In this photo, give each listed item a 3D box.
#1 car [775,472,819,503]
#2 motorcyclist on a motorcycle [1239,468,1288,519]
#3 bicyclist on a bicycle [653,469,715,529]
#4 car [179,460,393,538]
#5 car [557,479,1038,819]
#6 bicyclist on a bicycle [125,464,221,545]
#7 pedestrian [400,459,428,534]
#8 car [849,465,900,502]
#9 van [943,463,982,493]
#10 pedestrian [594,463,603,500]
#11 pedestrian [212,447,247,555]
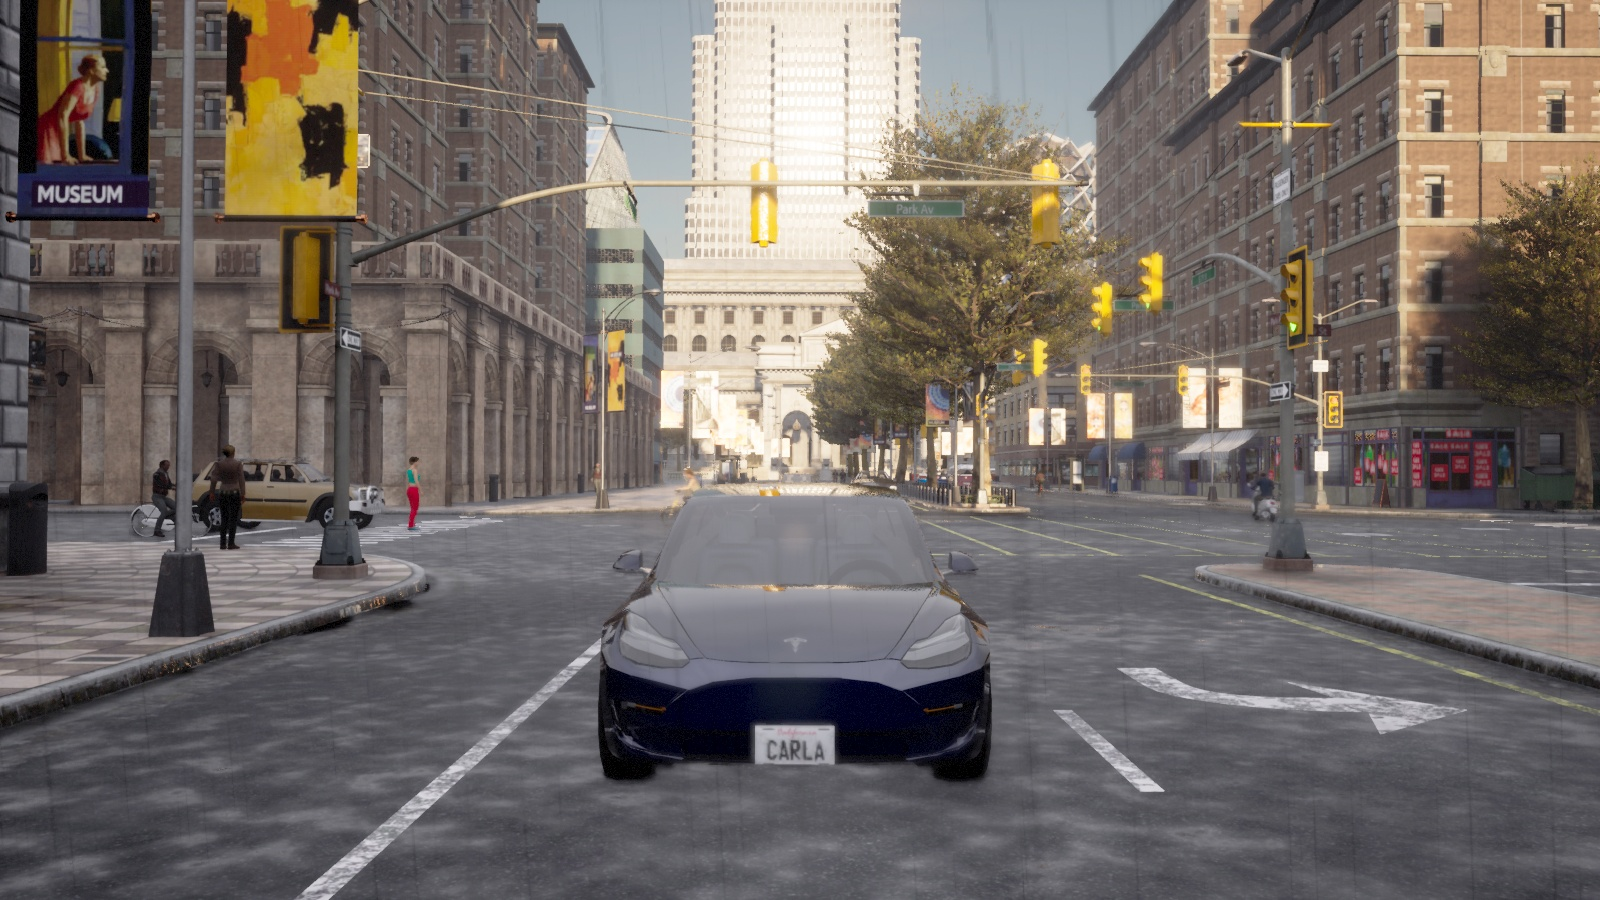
[{"bbox_3d":[-0.156,1.898,64.625,2.163,1.488,4.792,0,-1,0],"label":"car"},{"bbox_3d":[14.902,1.386,40.429,0.866,1.590,1.817,0,-1,0],"label":"motorcyclist on a motorcycle"},{"bbox_3d":[-3.199,1.348,34.841,1.509,1.612,0.866,0,0,12],"label":"bicyclist on a bicycle"},{"bbox_3d":[-12.942,1.212,31.817,4.605,1.855,1.932,1,-1,0],"label":"car"},{"bbox_3d":[-0.020,0.950,8.059,2.163,1.488,4.792,0,-1,0],"label":"car"},{"bbox_3d":[-14.120,1.216,28.301,1.843,1.776,0.659,0,-1,0],"label":"bicyclist on a bicycle"},{"bbox_3d":[-9.519,1.137,30.973,0.594,1.836,0.345,1,-1,-37],"label":"pedestrian"},{"bbox_3d":[3.435,1.566,58.898,2.152,1.651,5.027,0,-1,1],"label":"car"},{"bbox_3d":[11.288,1.957,87.421,2.069,2.038,4.480,0,-1,0],"label":"van"},{"bbox_3d":[-10.175,1.574,63.422,0.376,1.854,0.720,0,-1,0],"label":"pedestrian"},{"bbox_3d":[-9.950,0.878,21.896,0.331,1.846,0.634,0,-1,-2],"label":"pedestrian"}]
